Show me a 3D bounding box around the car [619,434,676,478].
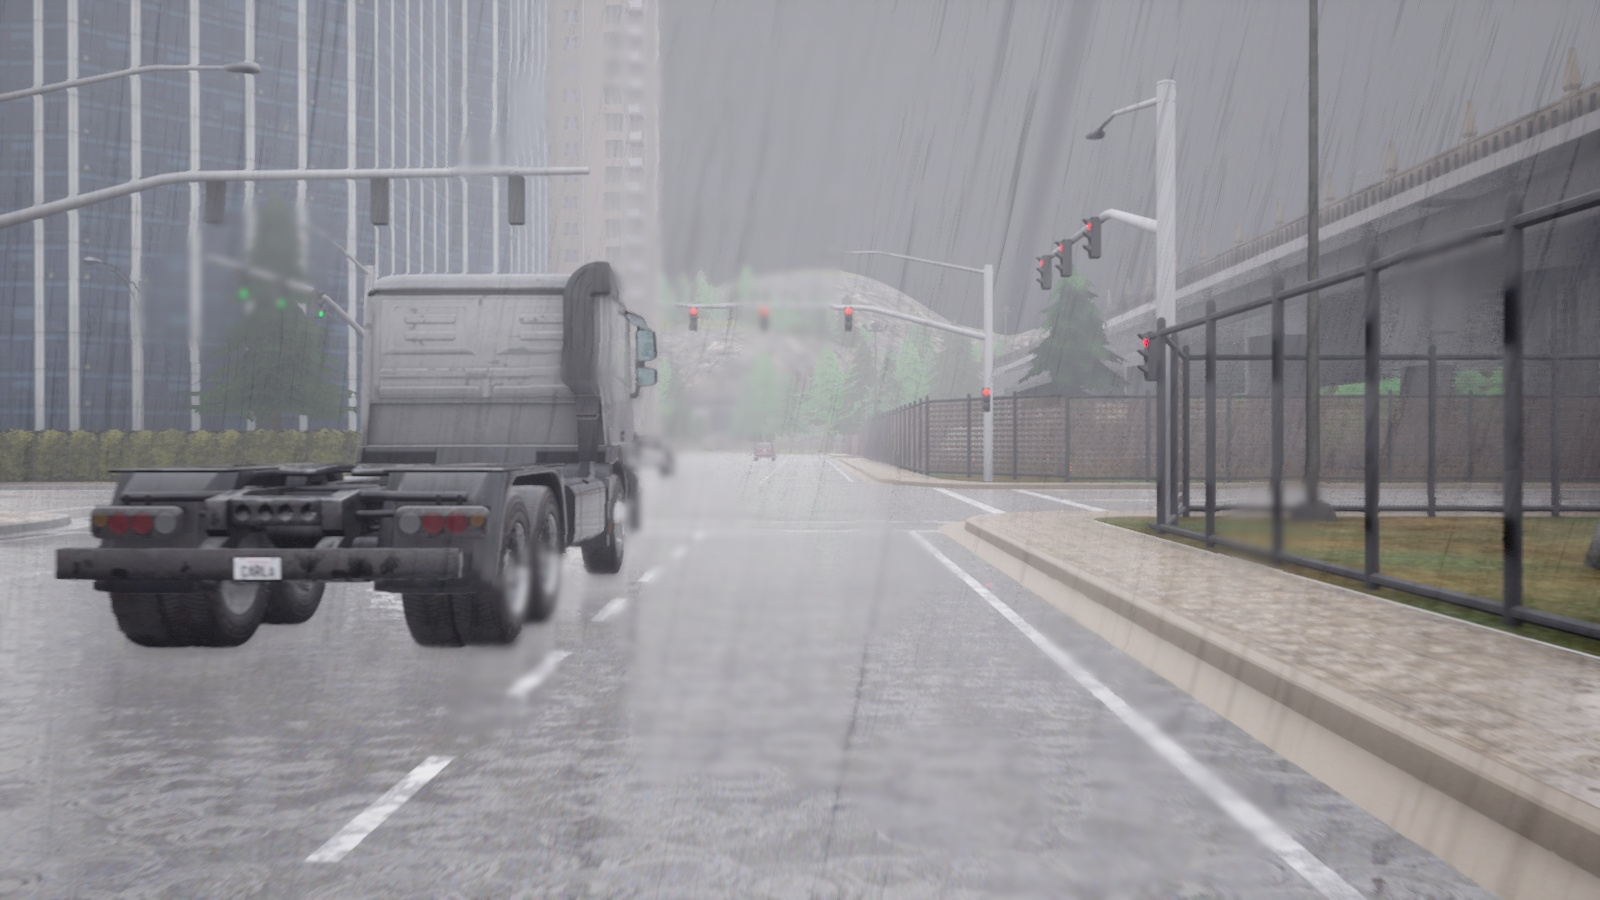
[{"bbox_3d":[-6.682,0.245,55.450,1.932,1.855,4.605,0,0,0],"label":"car"}]

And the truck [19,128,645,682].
[{"bbox_3d":[-3.419,-0.305,11.822,2.891,3.462,7.936,0,0,0],"label":"truck"}]
